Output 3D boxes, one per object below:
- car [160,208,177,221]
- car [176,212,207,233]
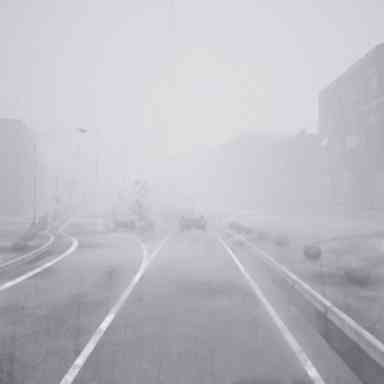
[{"bbox_3d":[-2.857,2.788,42.221,1.882,1.535,5.008,0,0,-13],"label":"car"},{"bbox_3d":[-0.015,2.276,24.538,1.895,1.301,4.718,0,-3,-3],"label":"car"}]
